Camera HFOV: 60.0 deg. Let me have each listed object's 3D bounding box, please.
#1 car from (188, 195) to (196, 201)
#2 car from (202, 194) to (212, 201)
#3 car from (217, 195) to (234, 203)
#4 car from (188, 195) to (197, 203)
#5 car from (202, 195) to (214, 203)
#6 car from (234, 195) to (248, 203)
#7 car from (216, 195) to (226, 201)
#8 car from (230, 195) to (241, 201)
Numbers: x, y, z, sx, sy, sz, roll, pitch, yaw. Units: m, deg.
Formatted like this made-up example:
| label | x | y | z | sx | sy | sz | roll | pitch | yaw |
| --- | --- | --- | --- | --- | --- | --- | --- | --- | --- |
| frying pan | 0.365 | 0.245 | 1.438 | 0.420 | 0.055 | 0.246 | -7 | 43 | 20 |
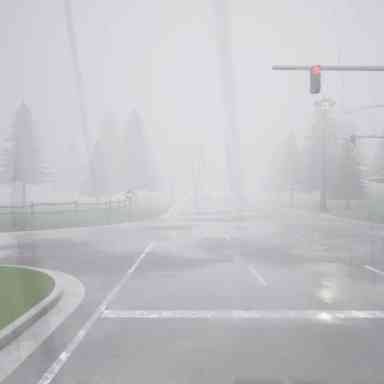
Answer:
| label | x | y | z | sx | sy | sz | roll | pitch | yaw |
| --- | --- | --- | --- | --- | --- | --- | --- | --- | --- |
| car | 0.060 | 1.427 | 80.794 | 1.895 | 1.301 | 4.718 | 0 | 0 | 0 |
| car | 3.560 | 1.357 | 80.762 | 2.128 | 1.511 | 4.902 | 0 | 0 | 0 |
| car | 7.052 | 1.517 | 70.339 | 2.128 | 1.511 | 4.902 | 0 | 0 | 0 |
| car | 0.052 | 1.517 | 70.344 | 2.128 | 1.511 | 4.902 | 0 | 0 | 0 |
| car | 3.552 | 1.469 | 70.342 | 1.882 | 1.535 | 5.008 | 0 | 0 | 0 |
| car | 10.552 | 1.531 | 70.336 | 2.033 | 1.411 | 5.357 | 0 | 0 | 0 |
| car | 7.060 | 1.427 | 80.789 | 1.895 | 1.301 | 4.718 | 0 | 0 | 0 |
| car | 10.560 | 1.427 | 80.786 | 1.895 | 1.301 | 4.718 | 0 | 0 | 0 |
